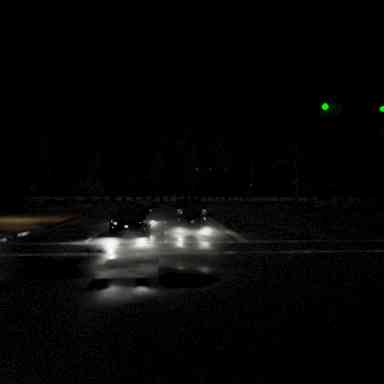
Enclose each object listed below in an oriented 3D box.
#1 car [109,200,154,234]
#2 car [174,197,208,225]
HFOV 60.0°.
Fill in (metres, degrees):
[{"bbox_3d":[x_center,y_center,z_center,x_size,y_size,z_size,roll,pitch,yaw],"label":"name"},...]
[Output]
[{"bbox_3d":[-3.337,1.420,18.602,1.837,1.490,4.892,0,0,-3],"label":"car"},{"bbox_3d":[-0.142,1.264,22.991,2.097,1.767,4.553,0,0,-5],"label":"car"}]
